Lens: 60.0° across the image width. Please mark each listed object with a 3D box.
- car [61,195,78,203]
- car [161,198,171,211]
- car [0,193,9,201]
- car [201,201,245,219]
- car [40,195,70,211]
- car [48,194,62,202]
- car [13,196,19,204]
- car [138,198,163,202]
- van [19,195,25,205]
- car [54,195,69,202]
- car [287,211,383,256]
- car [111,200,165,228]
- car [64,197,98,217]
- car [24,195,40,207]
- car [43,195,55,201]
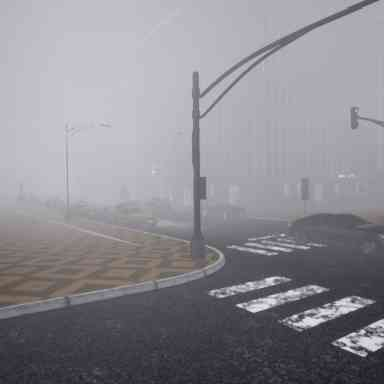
[{"bbox_3d":[-23.516,1.385,63.752,2.008,1.369,4.403,-1,1,-36],"label":"car"},{"bbox_3d":[-4.040,1.328,36.691,1.967,1.590,4.097,-1,1,-36],"label":"car"},{"bbox_3d":[-46.110,1.448,81.740,1.887,1.381,4.507,-1,1,-36],"label":"car"},{"bbox_3d":[2.496,1.455,27.700,2.008,1.369,4.403,-1,1,-36],"label":"car"},{"bbox_3d":[-16.967,1.429,41.096,1.967,1.590,4.097,-1,1,-36],"label":"car"},{"bbox_3d":[-29.993,1.255,72.783,1.967,1.590,4.097,-1,1,-36],"label":"car"},{"bbox_3d":[-33.157,1.493,63.676,2.008,1.369,4.403,-1,1,-36],"label":"car"},{"bbox_3d":[-4.925,1.474,28.702,2.128,1.511,4.902,-1,1,-36],"label":"car"},{"bbox_3d":[-26.683,1.302,54.643,1.690,1.788,3.998,-1,1,-36],"label":"van"},{"bbox_3d":[-26.754,1.407,68.268,1.802,1.307,4.206,-1,1,-36],"label":"car"},{"bbox_3d":[6.035,1.536,13.436,1.812,1.442,4.674,0,0,-36],"label":"car"},{"bbox_3d":[-4.019,1.551,22.819,1.752,1.417,4.829,-1,1,-36],"label":"car"},{"bbox_3d":[-10.439,1.533,31.893,1.752,1.417,4.829,-1,1,-36],"label":"car"},{"bbox_3d":[-23.444,1.410,50.128,1.967,1.590,4.097,-1,1,-36],"label":"car"},{"bbox_3d":[-33.330,1.331,77.438,1.752,1.417,4.829,-1,1,-36],"label":"car"}]
